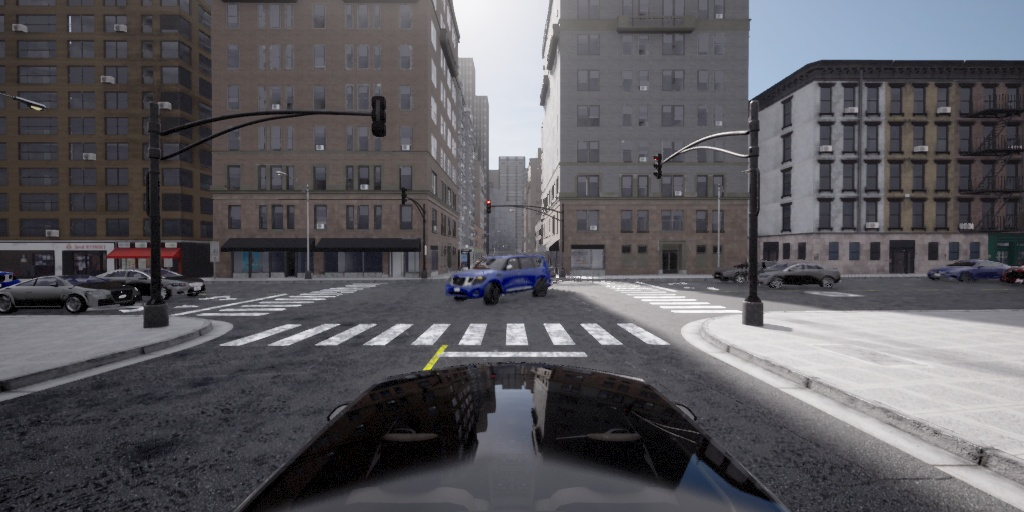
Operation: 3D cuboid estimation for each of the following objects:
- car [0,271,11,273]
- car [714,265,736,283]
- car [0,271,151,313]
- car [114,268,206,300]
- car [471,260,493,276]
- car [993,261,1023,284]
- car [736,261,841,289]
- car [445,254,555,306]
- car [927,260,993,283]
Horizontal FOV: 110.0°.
[{"bbox_3d":[-27.872,1.111,17.472,5.566,2.045,2.150,0,1,-1],"label":"car"},{"bbox_3d":[16.401,1.093,24.392,4.892,1.490,1.837,0,1,0],"label":"car"},{"bbox_3d":[-17.522,1.441,14.279,4.181,1.385,1.994,0,1,0],"label":"car"},{"bbox_3d":[-17.790,1.335,17.538,4.902,1.511,2.128,0,1,1],"label":"car"},{"bbox_3d":[-3.100,1.234,37.548,1.882,1.535,5.008,0,0,0],"label":"car"},{"bbox_3d":[32.263,0.863,21.204,4.553,1.767,2.097,-1,1,0],"label":"car"},{"bbox_3d":[16.455,1.114,21.139,4.902,1.511,2.128,0,1,0],"label":"car"},{"bbox_3d":[-0.422,0.959,16.293,2.150,2.045,5.566,-1,0,40],"label":"car"},{"bbox_3d":[31.351,1.009,24.455,4.674,1.442,1.812,-1,1,0],"label":"car"}]
